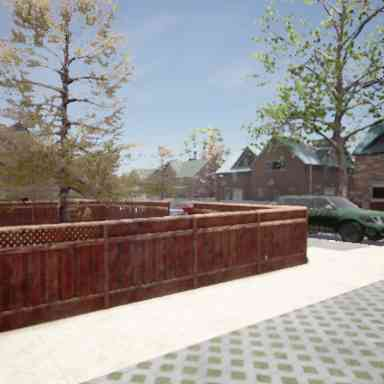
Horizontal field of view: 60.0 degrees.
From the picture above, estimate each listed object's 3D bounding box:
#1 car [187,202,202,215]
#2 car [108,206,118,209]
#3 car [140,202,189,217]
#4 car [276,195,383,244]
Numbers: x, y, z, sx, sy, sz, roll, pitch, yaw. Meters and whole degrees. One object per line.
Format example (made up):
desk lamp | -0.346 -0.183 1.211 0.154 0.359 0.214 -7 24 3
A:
car | -0.611 1.642 30.880 1.882 1.535 5.008 1 -1 -35
car | -12.103 1.625 47.364 2.150 2.045 5.566 1 -1 -35
car | -2.602 1.715 28.577 1.895 1.301 4.718 1 -1 -35
car | 6.366 1.170 15.723 2.150 2.045 5.566 1 -2 -35
